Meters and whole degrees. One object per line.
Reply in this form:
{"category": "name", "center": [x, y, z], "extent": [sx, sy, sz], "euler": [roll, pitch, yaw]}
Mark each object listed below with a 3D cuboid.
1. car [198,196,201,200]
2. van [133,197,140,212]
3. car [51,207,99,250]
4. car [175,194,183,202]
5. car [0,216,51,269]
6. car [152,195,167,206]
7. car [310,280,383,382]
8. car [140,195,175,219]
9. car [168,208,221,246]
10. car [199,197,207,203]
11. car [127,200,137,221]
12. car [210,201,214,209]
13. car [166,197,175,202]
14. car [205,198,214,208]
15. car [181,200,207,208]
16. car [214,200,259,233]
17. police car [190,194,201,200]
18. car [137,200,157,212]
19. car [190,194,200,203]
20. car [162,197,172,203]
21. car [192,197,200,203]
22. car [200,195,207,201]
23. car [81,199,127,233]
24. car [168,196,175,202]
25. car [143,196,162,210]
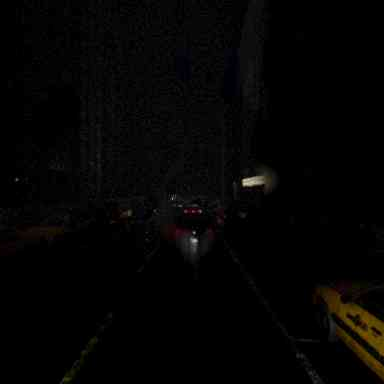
{"category": "car", "center": [2.774, 1.840, 65.492], "extent": [1.947, 1.339, 4.313], "euler": [0, 0, 0]}
{"category": "van", "center": [-5.758, 1.488, 37.287], "extent": [1.690, 1.788, 3.998], "euler": [0, 0, 0]}
{"category": "car", "center": [-5.762, 1.580, 14.554], "extent": [1.752, 1.417, 4.829], "euler": [0, 0, 0]}
{"category": "car", "center": [-2.984, 1.724, 72.231], "extent": [1.812, 1.442, 4.674], "euler": [0, 0, 0]}
{"category": "car", "center": [-5.763, 1.559, 8.913], "extent": [1.752, 1.417, 4.829], "euler": [0, 0, 0]}
{"category": "car", "center": [-5.754, 1.564, 59.850], "extent": [2.192, 1.841, 5.009], "euler": [0, 0, 0]}
{"category": "car", "center": [2.760, 1.539, 3.618], "extent": [1.752, 1.417, 4.829], "euler": [0, 0, 0]}
{"category": "car", "center": [-3.093, 1.344, 31.074], "extent": [2.150, 2.045, 5.566], "euler": [0, 0, 0]}
{"category": "car", "center": [0.100, 1.659, 15.529], "extent": [1.895, 1.301, 4.718], "euler": [0, 0, 0]}
{"category": "car", "center": [2.778, 1.897, 82.414], "extent": [1.887, 1.381, 4.507], "euler": [0, 0, 0]}
{"category": "car", "center": [-5.760, 1.625, 25.835], "extent": [1.752, 1.417, 4.829], "euler": [0, 0, 0]}
{"category": "car", "center": [2.765, 1.650, 26.010], "extent": [2.008, 1.369, 4.403], "euler": [0, 0, 0]}
{"category": "car", "center": [-5.746, 1.929, 88.052], "extent": [2.008, 1.369, 4.403], "euler": [0, 0, 0]}
{"category": "car", "center": [2.768, 1.698, 37.291], "extent": [2.008, 1.369, 4.403], "euler": [0, 0, 0]}
{"category": "car", "center": [0.104, 1.721, 30.859], "extent": [1.895, 1.301, 4.718], "euler": [0, 0, 0]}
{"category": "car", "center": [2.763, 1.392, 20.370], "extent": [2.192, 1.841, 5.009], "euler": [0, 0, 0]}
{"category": "police car", "center": [0.858, 1.711, 67.979], "extent": [1.930, 1.638, 5.238], "euler": [0, 0, -1]}
{"category": "car", "center": [-5.756, 1.723, 42.926], "extent": [2.008, 1.369, 4.403], "euler": [0, 0, 0]}
{"category": "car", "center": [0.719, 1.581, 83.887], "extent": [2.150, 2.045, 5.566], "euler": [0, 0, -1]}
{"category": "car", "center": [-5.749, 1.893, 76.771], "extent": [1.947, 1.339, 4.313], "euler": [0, 0, 0]}
{"category": "car", "center": [0.917, 1.858, 77.878], "extent": [1.812, 1.442, 4.674], "euler": [0, 0, 0]}
{"category": "car", "center": [2.771, 1.663, 54.212], "extent": [1.967, 1.590, 4.097], "euler": [0, 0, 0]}
{"category": "car", "center": [-5.762, 1.393, 20.365], "extent": [2.192, 1.841, 5.009], "euler": [0, 0, 0]}
{"category": "car", "center": [-5.745, 1.929, 93.523], "extent": [1.752, 1.417, 4.829], "euler": [0, 0, 0]}
{"category": "car", "center": [-5.756, 1.512, 48.568], "extent": [2.192, 1.841, 5.009], "euler": [0, 0, 0]}
